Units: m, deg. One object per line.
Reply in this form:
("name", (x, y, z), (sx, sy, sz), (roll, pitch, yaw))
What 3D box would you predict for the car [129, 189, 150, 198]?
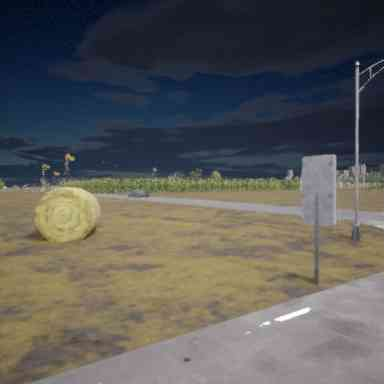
("car", (-8.021, 0.248, 50.968), (1.994, 1.385, 4.181), (1, 1, -35))
